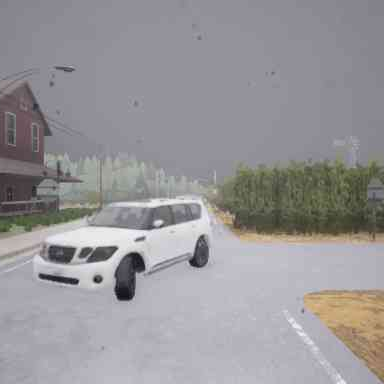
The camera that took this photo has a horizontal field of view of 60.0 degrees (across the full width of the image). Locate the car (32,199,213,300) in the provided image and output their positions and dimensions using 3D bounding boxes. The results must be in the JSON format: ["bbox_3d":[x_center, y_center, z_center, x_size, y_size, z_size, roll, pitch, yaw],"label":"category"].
[{"bbox_3d":[-1.362,1.222,8.965,2.150,2.045,5.566,-1,0,29],"label":"car"}]
